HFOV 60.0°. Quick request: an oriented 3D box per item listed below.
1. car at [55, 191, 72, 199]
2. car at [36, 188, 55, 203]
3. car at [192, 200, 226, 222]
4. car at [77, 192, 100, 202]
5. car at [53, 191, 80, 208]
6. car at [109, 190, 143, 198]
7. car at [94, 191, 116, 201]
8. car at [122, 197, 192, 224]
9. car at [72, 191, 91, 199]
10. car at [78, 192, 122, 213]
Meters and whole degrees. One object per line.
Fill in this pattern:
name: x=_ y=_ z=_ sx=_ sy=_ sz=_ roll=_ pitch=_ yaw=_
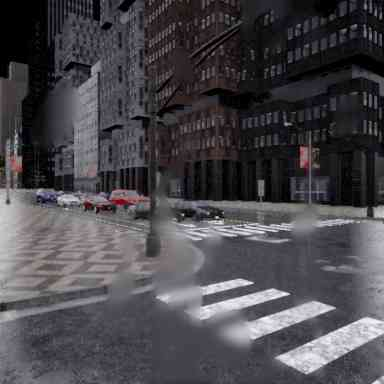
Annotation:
car: x=-25.132 y=0.509 z=64.948 sx=1.882 sy=1.535 sz=5.008 roll=0 pitch=1 yaw=-36
car: x=-20.676 y=0.522 z=47.508 sx=2.150 sy=2.045 sz=5.566 roll=0 pitch=1 yaw=-36
car: x=0.068 y=1.293 z=24.345 sx=2.033 sy=1.411 sz=5.357 roll=0 pitch=1 yaw=-37
car: x=-16.515 y=0.808 z=53.068 sx=2.033 sy=1.411 sz=5.357 roll=0 pitch=1 yaw=-34
car: x=-14.460 y=0.986 z=38.843 sx=1.812 sy=1.442 sz=4.674 roll=0 pitch=1 yaw=-35
car: x=-6.295 y=0.815 z=33.137 sx=2.150 sy=2.045 sz=5.566 roll=0 pitch=1 yaw=-36
car: x=-14.711 y=0.712 z=56.130 sx=1.882 sy=1.535 sz=5.008 roll=0 pitch=1 yaw=-36
car: x=-2.551 y=1.297 z=22.463 sx=2.033 sy=1.411 sz=5.357 roll=0 pitch=1 yaw=-35
car: x=-21.985 y=0.532 z=66.145 sx=2.128 sy=1.511 sz=4.902 roll=0 pitch=1 yaw=-36
car: x=-8.644 y=1.081 z=30.842 sx=1.882 sy=1.535 sz=5.008 roll=0 pitch=1 yaw=-36
